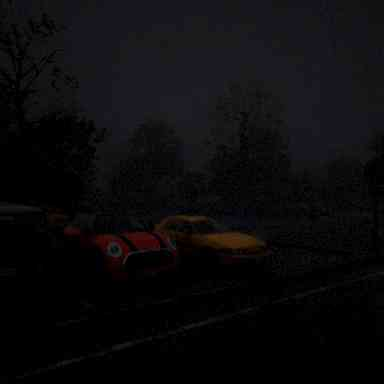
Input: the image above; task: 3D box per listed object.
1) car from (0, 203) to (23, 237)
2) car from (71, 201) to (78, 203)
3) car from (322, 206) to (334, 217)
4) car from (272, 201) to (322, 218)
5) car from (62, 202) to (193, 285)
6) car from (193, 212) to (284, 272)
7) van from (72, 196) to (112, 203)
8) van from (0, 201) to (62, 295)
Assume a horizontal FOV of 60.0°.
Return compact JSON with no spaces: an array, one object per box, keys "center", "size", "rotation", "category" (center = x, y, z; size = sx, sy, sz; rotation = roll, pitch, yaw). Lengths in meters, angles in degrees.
[{"center":[-11.061,1.468,18.686],"size":[1.946,1.575,5.366],"rotation":[0,0,-36],"category":"car"},{"center":[-8.904,1.476,20.244],"size":[1.946,1.575,5.366],"rotation":[0,0,-36],"category":"car"},{"center":[12.885,1.767,35.777],"size":[2.185,1.767,4.553],"rotation":[2,-1,-36],"category":"car"},{"center":[10.340,1.863,33.882],"size":[2.002,1.452,4.674],"rotation":[2,-1,-36],"category":"car"},{"center":[-2.254,1.348,9.724],"size":[2.185,1.767,4.553],"rotation":[0,0,-36],"category":"car"},{"center":[0.237,1.487,11.257],"size":[1.946,1.575,5.366],"rotation":[0,0,-36],"category":"car"},{"center":[-6.461,1.269,21.637],"size":[1.878,1.987,4.442],"rotation":[0,0,-36],"category":"van"},{"center":[-4.765,1.244,8.014],"size":[1.878,1.987,4.442],"rotation":[0,0,-36],"category":"van"}]
